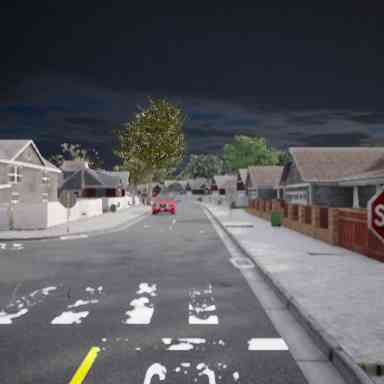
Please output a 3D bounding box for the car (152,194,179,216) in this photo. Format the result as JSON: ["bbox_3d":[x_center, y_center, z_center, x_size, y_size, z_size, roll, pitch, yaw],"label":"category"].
[{"bbox_3d":[-2.708,1.240,33.357,2.150,2.045,5.566,0,0,0],"label":"car"}]

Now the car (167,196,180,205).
[{"bbox_3d":[-3.361,1.419,58.767,2.033,1.411,5.357,0,0,-6],"label":"car"}]
